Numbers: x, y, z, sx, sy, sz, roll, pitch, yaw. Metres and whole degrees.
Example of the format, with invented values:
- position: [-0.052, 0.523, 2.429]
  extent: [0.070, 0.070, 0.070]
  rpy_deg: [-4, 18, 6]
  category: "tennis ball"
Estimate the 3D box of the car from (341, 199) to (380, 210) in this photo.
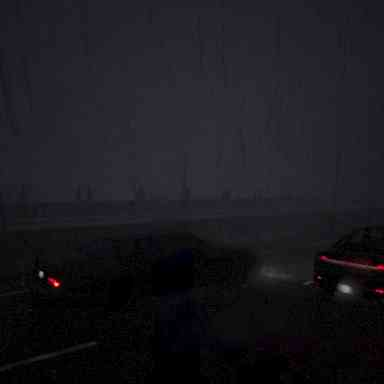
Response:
- position: [17.431, 1.584, 34.772]
  extent: [4.674, 1.442, 1.812]
  rpy_deg: [0, 0, -37]
  category: "car"

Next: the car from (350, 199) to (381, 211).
- position: [22.446, 1.635, 42.946]
  extent: [4.181, 1.385, 1.994]
  rpy_deg: [0, 0, -37]
  category: "car"

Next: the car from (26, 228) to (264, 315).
- position: [-0.761, 1.568, 7.624]
  extent: [5.357, 1.411, 2.033]
  rpy_deg: [0, 0, -37]
  category: "car"

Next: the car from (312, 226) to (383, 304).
- position: [4.670, 1.503, 7.351]
  extent: [4.902, 1.511, 2.128]
  rpy_deg: [0, 0, -37]
  category: "car"
